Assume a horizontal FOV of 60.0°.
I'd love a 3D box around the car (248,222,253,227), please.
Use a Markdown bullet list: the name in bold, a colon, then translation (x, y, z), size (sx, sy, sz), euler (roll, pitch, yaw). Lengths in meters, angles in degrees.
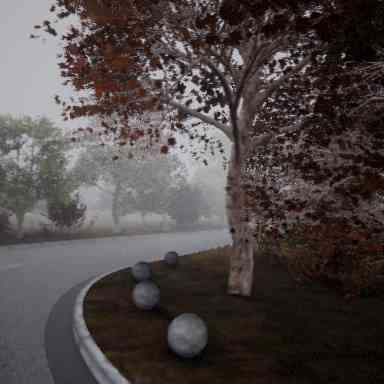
- **car**: translation (9.537, 4.758, 48.829), size (1.812, 1.442, 4.674), euler (0, -4, 28)
